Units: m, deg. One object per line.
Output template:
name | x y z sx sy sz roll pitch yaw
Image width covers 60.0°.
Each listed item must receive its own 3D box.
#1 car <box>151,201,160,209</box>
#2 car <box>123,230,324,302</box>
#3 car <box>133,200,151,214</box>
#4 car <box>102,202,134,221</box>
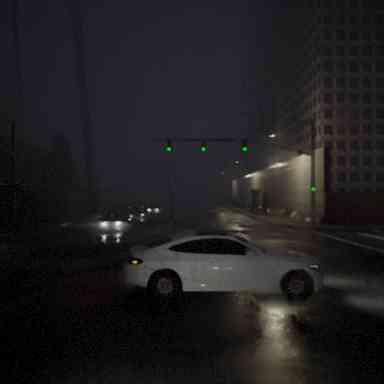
car | -7.015 2.361 61.536 1.895 1.301 4.718 0 -1 1
car | 0.709 1.659 8.026 4.674 1.442 1.812 0 -1 0
car | -7.074 1.894 43.806 2.097 1.767 4.553 0 -1 0
car | -7.085 1.953 31.426 1.994 1.385 4.181 0 -1 0
